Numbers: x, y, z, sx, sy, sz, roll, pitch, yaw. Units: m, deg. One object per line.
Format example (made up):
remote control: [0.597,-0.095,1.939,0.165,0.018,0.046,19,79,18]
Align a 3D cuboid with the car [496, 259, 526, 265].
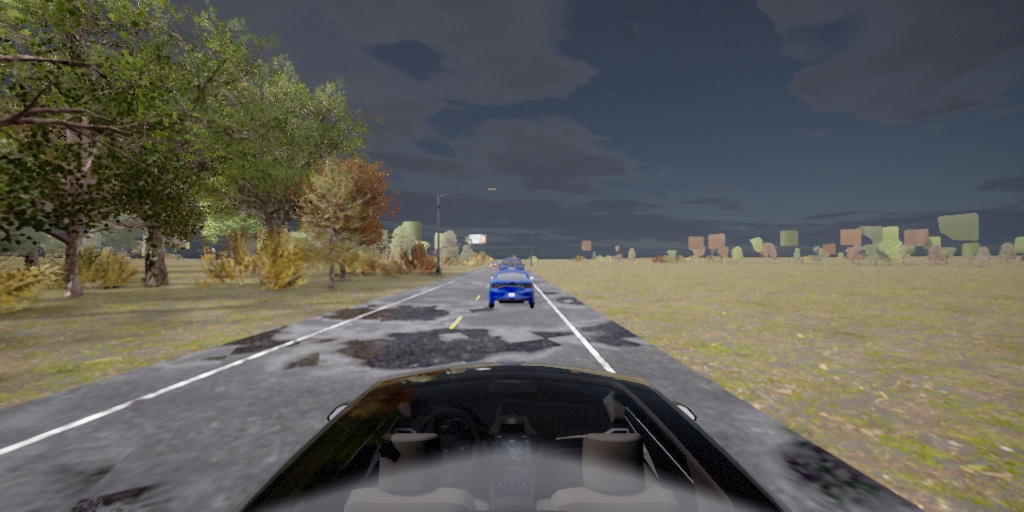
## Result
car: [-0.021,1.240,30.879,2.150,2.045,5.566,0,0,0]

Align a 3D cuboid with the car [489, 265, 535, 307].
car: [-0.005,1.364,16.317,1.882,1.535,5.008,0,0,0]
